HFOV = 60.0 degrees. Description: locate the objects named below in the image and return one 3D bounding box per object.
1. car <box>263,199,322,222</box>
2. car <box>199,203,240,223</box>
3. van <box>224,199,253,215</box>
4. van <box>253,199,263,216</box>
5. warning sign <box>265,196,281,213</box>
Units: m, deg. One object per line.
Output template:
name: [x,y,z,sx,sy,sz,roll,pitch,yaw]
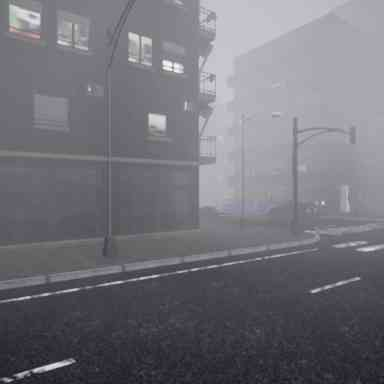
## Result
car: [8.808,1.557,28.820,2.097,1.767,4.553,0,-1,-36]
car: [1.789,1.864,28.659,1.802,1.307,4.206,-1,0,-36]
van: [5.211,1.662,38.092,1.690,1.788,3.998,-1,0,-36]
van: [8.527,1.588,33.577,1.690,1.788,3.998,-1,0,-36]
warning sign: [9.017,1.384,36.966,1.300,1.860,1.060,1,0,-36]
